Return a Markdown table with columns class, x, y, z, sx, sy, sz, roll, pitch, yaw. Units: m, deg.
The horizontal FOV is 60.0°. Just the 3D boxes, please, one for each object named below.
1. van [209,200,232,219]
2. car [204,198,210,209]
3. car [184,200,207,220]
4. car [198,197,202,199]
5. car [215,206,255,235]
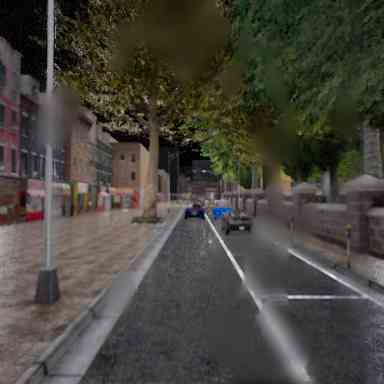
| class | x | y | z | sx | sy | sz | roll | pitch | yaw |
| --- | --- | --- | --- | --- | --- | --- | --- | --- | --- |
| van | 2.790 | 1.685 | 31.305 | 1.690 | 1.788 | 3.998 | 1 | -1 | 0 |
| car | 2.888 | 2.135 | 53.269 | 1.752 | 1.417 | 4.829 | 1 | -1 | 0 |
| car | 0.241 | 1.838 | 32.708 | 1.882 | 1.535 | 5.008 | 0 | -1 | 0 |
| car | 2.963 | 2.137 | 69.448 | 2.192 | 1.841 | 5.009 | 1 | -1 | 0 |
| car | 2.738 | 1.770 | 20.404 | 2.008 | 1.369 | 4.403 | 1 | -1 | 0 |
